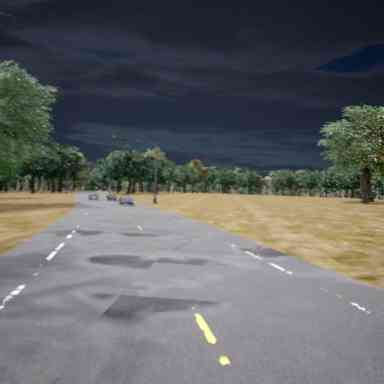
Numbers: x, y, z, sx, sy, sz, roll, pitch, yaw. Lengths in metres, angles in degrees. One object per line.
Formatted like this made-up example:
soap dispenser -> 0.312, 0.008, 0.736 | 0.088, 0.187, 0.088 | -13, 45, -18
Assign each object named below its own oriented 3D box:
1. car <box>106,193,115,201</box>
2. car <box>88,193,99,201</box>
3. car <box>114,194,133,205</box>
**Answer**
car -> -16.288, 1.005, 67.273 | 2.128, 1.511, 4.902 | 2, 0, -20
car -> -19.301, 0.876, 65.312 | 2.128, 1.511, 4.902 | 3, 0, -20
car -> -9.936, 1.223, 49.619 | 2.033, 1.411, 5.357 | 2, 0, -19
